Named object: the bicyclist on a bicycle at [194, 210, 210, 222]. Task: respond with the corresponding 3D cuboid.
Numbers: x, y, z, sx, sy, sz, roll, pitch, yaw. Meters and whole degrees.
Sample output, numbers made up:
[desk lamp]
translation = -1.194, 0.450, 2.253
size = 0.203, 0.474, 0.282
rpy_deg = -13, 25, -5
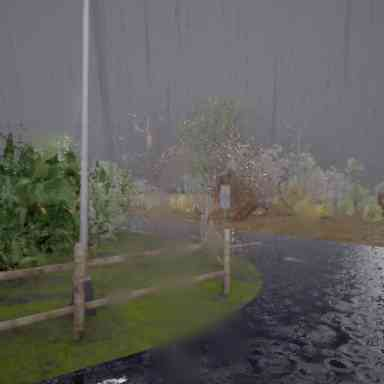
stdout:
[bicyclist on a bicycle]
translation = 0.875, 1.780, 27.787
size = 1.656, 1.620, 0.582
rpy_deg = 0, -1, -35
